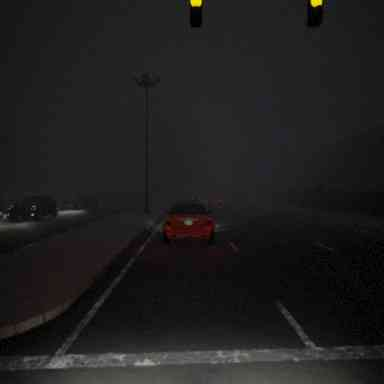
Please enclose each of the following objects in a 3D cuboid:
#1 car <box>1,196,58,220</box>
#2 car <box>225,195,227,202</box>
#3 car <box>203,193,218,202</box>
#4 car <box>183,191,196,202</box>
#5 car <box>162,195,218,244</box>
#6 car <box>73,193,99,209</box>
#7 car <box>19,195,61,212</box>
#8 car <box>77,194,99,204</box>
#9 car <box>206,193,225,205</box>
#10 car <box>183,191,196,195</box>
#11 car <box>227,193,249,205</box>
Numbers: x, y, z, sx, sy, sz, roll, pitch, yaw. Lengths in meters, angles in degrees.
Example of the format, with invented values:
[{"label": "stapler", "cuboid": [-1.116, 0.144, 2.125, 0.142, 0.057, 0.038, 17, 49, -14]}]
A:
[{"label": "car", "cuboid": [-11.836, 1.092, 24.981, 2.097, 1.767, 4.553, 0, 1, -1]}, {"label": "car", "cuboid": [6.581, 0.971, 56.466, 2.033, 1.411, 5.357, 0, 1, 0]}, {"label": "car", "cuboid": [3.081, 0.915, 56.451, 2.128, 1.511, 4.902, 0, 1, 0]}, {"label": "car", "cuboid": [-0.419, 0.775, 56.406, 2.097, 1.767, 4.553, 0, 1, 0]}, {"label": "car", "cuboid": [-0.154, 1.196, 15.117, 2.097, 1.767, 4.553, 0, 1, -1]}, {"label": "car", "cuboid": [-11.928, 1.098, 37.659, 2.128, 1.511, 4.902, 0, 1, 0]}, {"label": "car", "cuboid": [-15.411, 1.138, 34.061, 2.128, 1.511, 4.902, 0, 1, 0]}, {"label": "car", "cuboid": [-15.403, 0.998, 49.492, 1.837, 1.490, 4.892, 0, 0, 0]}, {"label": "car", "cuboid": [3.117, 1.129, 46.147, 1.895, 1.301, 4.718, 0, 1, 0]}, {"label": "car", "cuboid": [-0.383, 1.020, 46.021, 2.128, 1.511, 4.902, 0, 1, 0]}, {"label": "car", "cuboid": [6.616, 0.877, 46.514, 2.097, 1.767, 4.553, 0, 1, 0]}]
